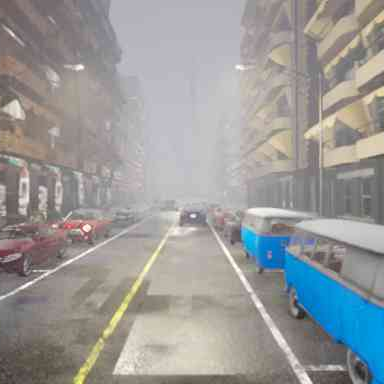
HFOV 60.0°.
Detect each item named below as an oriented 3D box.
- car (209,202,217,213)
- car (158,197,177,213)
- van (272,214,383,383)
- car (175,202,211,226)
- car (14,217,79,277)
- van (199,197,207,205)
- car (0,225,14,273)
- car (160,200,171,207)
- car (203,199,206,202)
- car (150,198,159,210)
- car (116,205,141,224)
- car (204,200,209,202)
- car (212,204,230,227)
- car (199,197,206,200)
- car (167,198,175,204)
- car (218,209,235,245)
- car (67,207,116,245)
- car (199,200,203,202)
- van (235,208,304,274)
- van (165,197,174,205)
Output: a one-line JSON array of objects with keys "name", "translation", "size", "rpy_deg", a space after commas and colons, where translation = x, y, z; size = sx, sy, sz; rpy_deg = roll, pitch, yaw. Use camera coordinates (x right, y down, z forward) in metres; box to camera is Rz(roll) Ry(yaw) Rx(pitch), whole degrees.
[{"name": "car", "translation": [2.566, 1.789, 27.766], "size": [1.752, 1.417, 4.829], "rpy_deg": [1, -1, 0]}, {"name": "car", "translation": [-2.848, 1.767, 43.636], "size": [2.097, 1.767, 4.553], "rpy_deg": [0, -1, 0]}, {"name": "van", "translation": [2.575, 1.389, 4.916], "size": [1.690, 1.788, 3.998], "rpy_deg": [1, -1, 0]}, {"name": "car", "translation": [0.091, 1.745, 25.505], "size": [2.163, 1.488, 4.792], "rpy_deg": [0, -1, 0]}, {"name": "car", "translation": [-5.310, 1.682, 10.552], "size": [1.802, 1.307, 4.206], "rpy_deg": [1, -1, 0]}, {"name": "van", "translation": [2.554, 2.100, 78.632], "size": [1.690, 1.788, 3.998], "rpy_deg": [1, -1, 0]}, {"name": "car", "translation": [-2.850, 1.227, 0.469], "size": [2.150, 2.045, 5.566], "rpy_deg": [0, -1, 0]}, {"name": "car", "translation": [-5.304, 2.228, 67.257], "size": [1.802, 1.307, 4.206], "rpy_deg": [1, -1, 0]}, {"name": "car", "translation": [2.561, 2.007, 44.607], "size": [1.802, 1.307, 4.206], "rpy_deg": [1, -1, 0]}, {"name": "car", "translation": [-5.326, 2.003, 50.076], "size": [1.752, 1.417, 4.829], "rpy_deg": [1, -1, 0]}, {"name": "car", "translation": [-5.314, 1.812, 27.564], "size": [2.008, 1.369, 4.403], "rpy_deg": [1, -1, 0]}, {"name": "car", "translation": [2.563, 1.897, 39.106], "size": [1.752, 1.417, 4.829], "rpy_deg": [1, -1, 0]}, {"name": "car", "translation": [2.568, 1.753, 21.924], "size": [1.887, 1.381, 4.507], "rpy_deg": [1, -1, 0]}, {"name": "car", "translation": [2.555, 2.197, 67.288], "size": [2.008, 1.369, 4.403], "rpy_deg": [1, -1, 0]}, {"name": "car", "translation": [-5.297, 2.360, 84.270], "size": [1.887, 1.381, 4.507], "rpy_deg": [1, -1, 0]}, {"name": "car", "translation": [2.569, 1.720, 16.254], "size": [1.947, 1.339, 4.313], "rpy_deg": [1, -1, 0]}, {"name": "car", "translation": [-5.310, 1.594, 16.224], "size": [1.967, 1.590, 4.097], "rpy_deg": [1, -1, 0]}, {"name": "car", "translation": [0.089, 1.998, 41.774], "size": [1.895, 1.301, 4.718], "rpy_deg": [0, -1, 0]}, {"name": "van", "translation": [2.573, 1.442, 10.586], "size": [1.690, 1.788, 3.998], "rpy_deg": [1, -1, 0]}, {"name": "van", "translation": [-5.293, 2.099, 78.601], "size": [1.690, 1.788, 3.998], "rpy_deg": [1, -1, 0]}]
